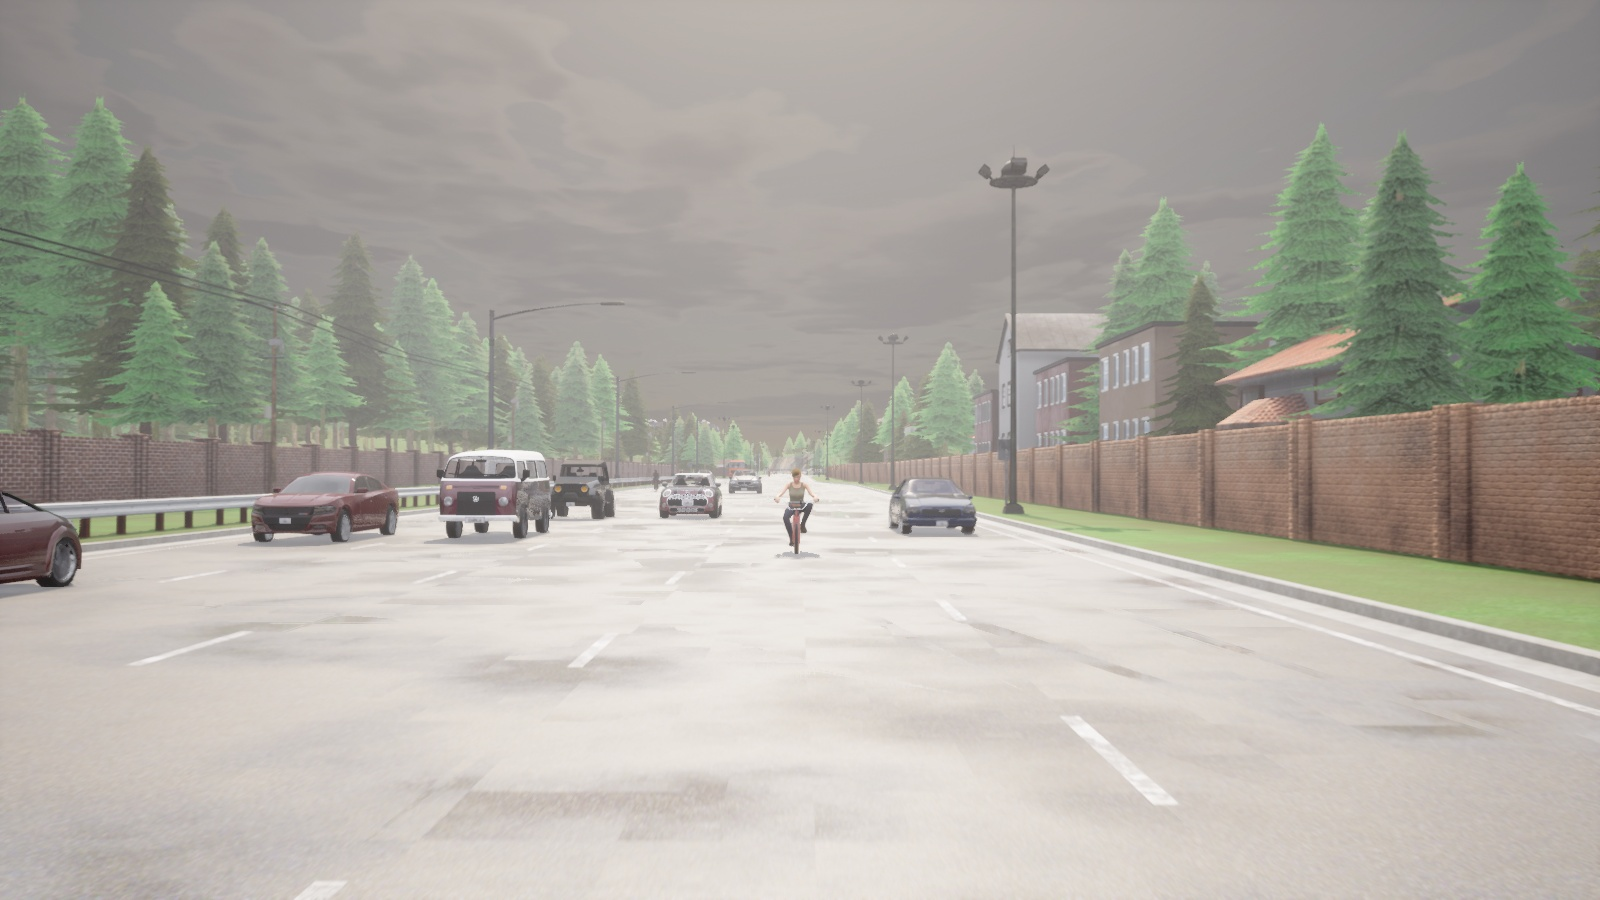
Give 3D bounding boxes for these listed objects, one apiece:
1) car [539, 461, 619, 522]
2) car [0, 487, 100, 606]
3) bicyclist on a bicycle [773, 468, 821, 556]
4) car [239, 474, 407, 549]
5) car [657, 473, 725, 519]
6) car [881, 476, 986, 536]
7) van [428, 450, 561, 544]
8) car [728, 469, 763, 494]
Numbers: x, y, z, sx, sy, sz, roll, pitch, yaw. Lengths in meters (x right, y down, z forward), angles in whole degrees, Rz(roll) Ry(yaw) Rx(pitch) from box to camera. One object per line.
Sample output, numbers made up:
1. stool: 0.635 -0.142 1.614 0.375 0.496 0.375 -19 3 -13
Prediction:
1. car: -7.102 1.320 40.657 1.905 1.878 3.866 0 -1 0
2. car: -10.537 1.172 15.018 1.994 1.385 4.181 0 -1 0
3. bicyclist on a bicycle: -0.054 1.149 23.741 0.866 1.612 1.509 0 -1 0
4. car: -10.570 1.308 28.283 1.882 1.535 5.008 0 -1 0
5. car: -3.604 1.499 42.068 1.970 1.475 3.806 0 -1 0
6. car: 3.380 1.398 32.805 2.033 1.411 5.357 0 -1 -1
7. van: -7.074 1.062 29.579 2.069 2.038 4.480 0 -1 0
8. car: -3.714 2.117 86.191 2.242 1.667 4.611 0 -1 0
